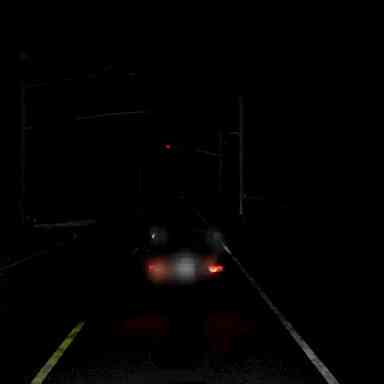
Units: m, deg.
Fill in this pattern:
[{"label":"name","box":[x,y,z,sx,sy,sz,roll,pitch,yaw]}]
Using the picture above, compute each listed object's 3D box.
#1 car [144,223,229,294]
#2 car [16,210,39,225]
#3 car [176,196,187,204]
[{"label":"car","box":[-0.175,1.547,8.963,2.033,1.411,5.357,0,0,-1]},{"label":"car","box":[-13.230,1.532,22.213,5.357,1.411,2.033,0,0,-4]},{"label":"car","box":[-1.982,1.525,63.433,1.812,1.442,4.674,0,0,-2]}]
